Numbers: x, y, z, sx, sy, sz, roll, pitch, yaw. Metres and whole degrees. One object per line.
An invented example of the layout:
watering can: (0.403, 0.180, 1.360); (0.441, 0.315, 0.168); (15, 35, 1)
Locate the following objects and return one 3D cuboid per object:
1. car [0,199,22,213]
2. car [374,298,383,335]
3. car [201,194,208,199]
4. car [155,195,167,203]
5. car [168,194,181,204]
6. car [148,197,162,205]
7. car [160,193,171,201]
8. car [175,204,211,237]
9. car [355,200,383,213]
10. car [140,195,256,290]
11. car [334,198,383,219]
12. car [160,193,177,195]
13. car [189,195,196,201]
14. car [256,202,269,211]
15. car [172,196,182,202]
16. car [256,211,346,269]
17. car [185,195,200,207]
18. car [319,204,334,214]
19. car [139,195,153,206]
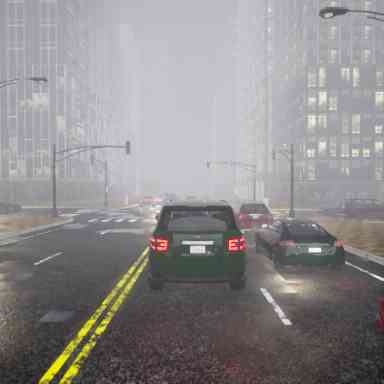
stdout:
car: (-19.587, 1.404, 33.657); (4.181, 1.385, 1.994); (1, 1, 1)
car: (3.354, 1.600, 2.302); (1.895, 1.301, 4.718); (0, 0, 0)
car: (3.397, 1.216, 91.648); (1.882, 1.535, 5.008); (0, 0, 0)
car: (-6.390, 1.418, 69.212); (1.882, 1.535, 5.008); (0, 0, 0)
car: (-3.216, 1.302, 61.563); (2.097, 1.767, 4.553); (0, 0, 0)
car: (-6.478, 1.554, 58.958); (1.895, 1.301, 4.718); (0, 0, 0)
car: (-6.373, 1.151, 79.782); (2.150, 2.045, 5.566); (0, 0, 0)
car: (0.127, 1.515, 18.880); (1.812, 1.442, 4.674); (0, 0, 2)
car: (21.871, 1.641, 38.698); (4.829, 1.417, 1.752); (1, 0, 1)
car: (0.116, 1.217, 9.198); (2.150, 2.045, 5.566); (0, 0, 0)
car: (16.249, 1.517, 30.421); (5.009, 1.841, 2.192); (1, 0, 1)
car: (-3.281, 1.183, 51.752); (2.150, 2.045, 5.566); (0, 0, -1)
car: (0.136, 1.441, 85.406); (1.812, 1.442, 4.674); (0, 0, 0)
car: (3.381, 1.341, 19.740); (2.097, 1.767, 4.553); (0, 0, 0)
car: (-3.137, 1.532, 71.616); (1.895, 1.301, 4.718); (0, 0, 0)
car: (3.368, 1.558, 11.127); (1.994, 1.385, 4.181); (0, 0, 0)
car: (0.101, 1.315, 50.806); (2.097, 1.767, 4.553); (0, 0, 2)
car: (16.780, 1.660, 36.197); (5.357, 1.411, 2.033); (0, 1, 1)
car: (-6.543, 1.316, 49.968); (2.097, 1.767, 4.553); (0, 0, 1)
